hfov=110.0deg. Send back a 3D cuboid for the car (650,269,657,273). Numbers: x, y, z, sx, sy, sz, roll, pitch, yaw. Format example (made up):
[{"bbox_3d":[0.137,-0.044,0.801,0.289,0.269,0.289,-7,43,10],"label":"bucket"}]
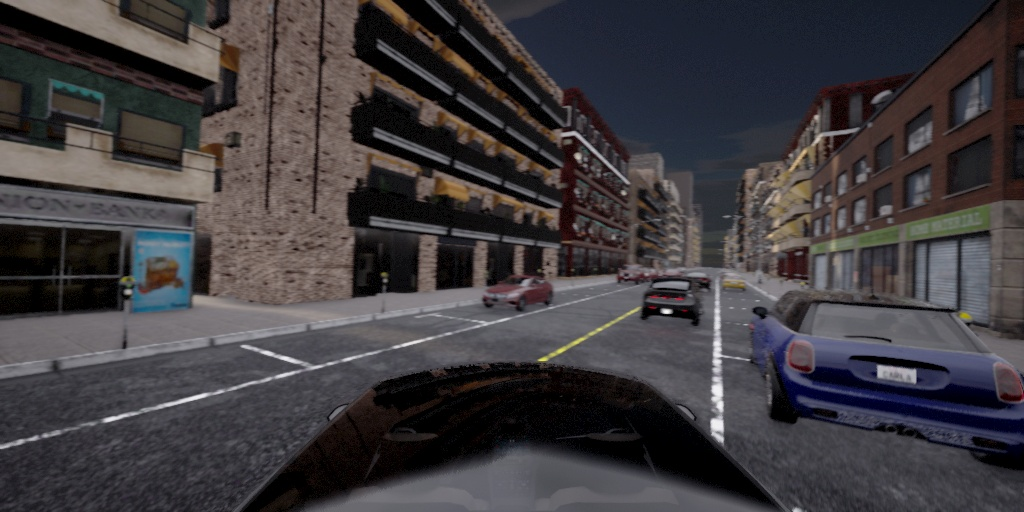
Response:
[{"bbox_3d":[14.376,1.994,39.633,1.967,1.591,4.097,0,0,30],"label":"car"}]

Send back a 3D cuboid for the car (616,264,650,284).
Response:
[{"bbox_3d":[11.580,1.734,34.742,2.192,1.841,5.009,0,0,30],"label":"car"}]

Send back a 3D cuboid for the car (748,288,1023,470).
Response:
[{"bbox_3d":[5.089,1.310,5.608,2.097,1.767,4.553,2,-1,30],"label":"car"}]

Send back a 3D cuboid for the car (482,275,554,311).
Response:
[{"bbox_3d":[0.393,1.457,15.176,1.802,1.307,4.207,0,0,30],"label":"car"}]

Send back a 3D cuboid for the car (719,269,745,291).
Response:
[{"bbox_3d":[18.933,2.160,30.724,1.751,1.417,4.829,0,0,30],"label":"car"}]

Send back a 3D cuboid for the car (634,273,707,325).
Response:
[{"bbox_3d":[6.123,1.562,13.496,1.837,1.490,4.892,2,-1,30],"label":"car"}]

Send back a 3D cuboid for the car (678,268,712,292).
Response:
[{"bbox_3d":[14.689,1.952,28.476,1.882,1.535,5.008,2,-1,30],"label":"car"}]

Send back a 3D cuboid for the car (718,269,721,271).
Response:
[{"bbox_3d":[24.441,2.451,40.359,1.888,1.381,4.507,0,0,30],"label":"car"}]

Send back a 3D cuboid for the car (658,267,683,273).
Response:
[{"bbox_3d":[18.515,2.188,41.453,1.882,1.535,5.008,2,-1,30],"label":"car"}]
